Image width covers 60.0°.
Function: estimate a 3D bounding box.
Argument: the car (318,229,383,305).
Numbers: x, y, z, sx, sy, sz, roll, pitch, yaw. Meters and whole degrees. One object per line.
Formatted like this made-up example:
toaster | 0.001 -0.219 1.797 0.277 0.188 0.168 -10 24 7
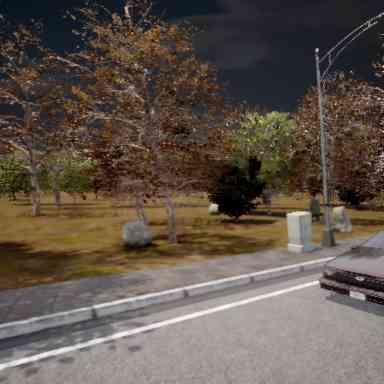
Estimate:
car | 5.243 1.532 7.736 5.357 1.411 2.033 0 0 -36
